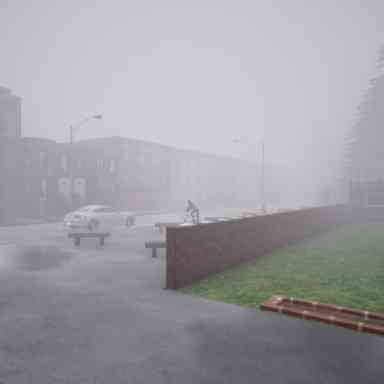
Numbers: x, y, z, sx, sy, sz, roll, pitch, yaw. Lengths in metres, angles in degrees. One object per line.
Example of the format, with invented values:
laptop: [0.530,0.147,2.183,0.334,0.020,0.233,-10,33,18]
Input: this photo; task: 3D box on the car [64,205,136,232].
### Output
car: [-5.533,1.526,20.381,1.812,1.442,4.674,0,0,35]

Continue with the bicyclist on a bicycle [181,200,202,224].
bicyclist on a bicycle: [-0.031,1.340,20.852,1.656,1.620,0.582,0,0,35]
